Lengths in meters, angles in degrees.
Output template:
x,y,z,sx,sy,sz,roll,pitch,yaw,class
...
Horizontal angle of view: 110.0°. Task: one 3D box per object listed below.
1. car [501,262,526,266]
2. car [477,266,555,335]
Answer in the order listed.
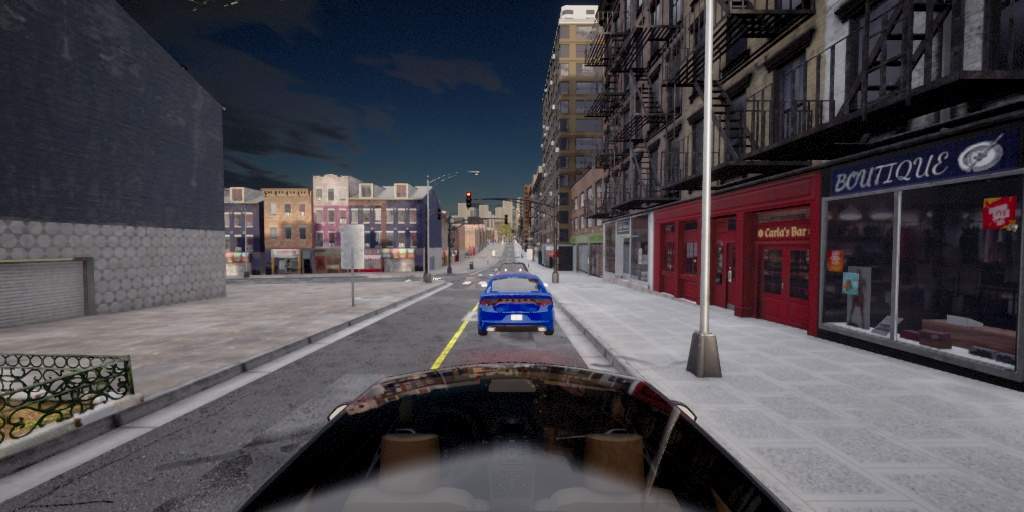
x,y,z,sx,sy,sz,roll,pitch,yaw,class
0.054,1.109,20.495,2.097,1.767,4.553,0,0,0,car
0.087,1.229,10.502,1.882,1.535,5.008,0,0,0,car
